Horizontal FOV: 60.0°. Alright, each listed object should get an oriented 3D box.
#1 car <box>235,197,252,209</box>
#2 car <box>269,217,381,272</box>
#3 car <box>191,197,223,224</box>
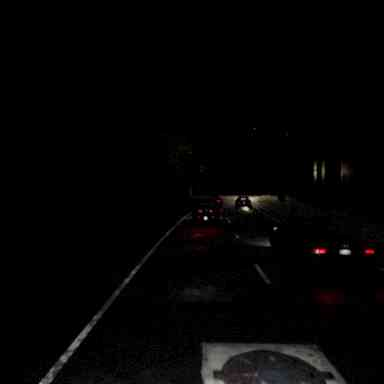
[{"bbox_3d":[6.040,1.251,39.133,2.033,1.411,5.357,0,1,7],"label":"car"},{"bbox_3d":[3.827,1.501,10.606,2.033,1.411,5.357,0,0,2],"label":"car"},{"bbox_3d":[1.010,1.360,23.164,1.837,1.490,4.892,0,1,4],"label":"car"}]
